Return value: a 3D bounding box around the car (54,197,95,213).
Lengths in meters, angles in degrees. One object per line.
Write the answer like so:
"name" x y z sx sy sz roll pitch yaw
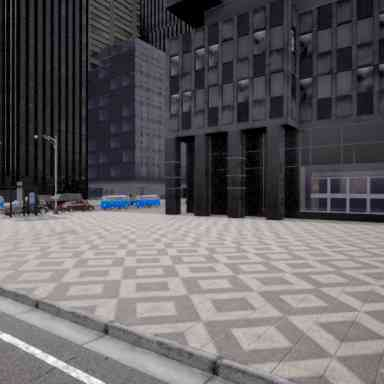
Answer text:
"car" -12.670 1.576 36.528 1.802 1.307 4.206 0 0 35

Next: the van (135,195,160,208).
"van" -6.084 1.330 45.778 1.690 1.788 3.998 0 0 35

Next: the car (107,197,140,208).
"car" -10.277 1.476 49.973 1.837 1.490 4.892 0 0 36

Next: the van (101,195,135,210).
"van" -9.376 1.332 41.153 1.690 1.788 3.998 0 0 35

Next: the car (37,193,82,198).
"car" -16.253 1.199 41.600 2.150 2.045 5.566 0 0 35

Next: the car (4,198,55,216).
"car" -15.963 1.549 31.903 2.008 1.369 4.403 0 0 35

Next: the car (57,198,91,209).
"car" -16.323 1.549 46.097 1.802 1.307 4.206 0 0 35
